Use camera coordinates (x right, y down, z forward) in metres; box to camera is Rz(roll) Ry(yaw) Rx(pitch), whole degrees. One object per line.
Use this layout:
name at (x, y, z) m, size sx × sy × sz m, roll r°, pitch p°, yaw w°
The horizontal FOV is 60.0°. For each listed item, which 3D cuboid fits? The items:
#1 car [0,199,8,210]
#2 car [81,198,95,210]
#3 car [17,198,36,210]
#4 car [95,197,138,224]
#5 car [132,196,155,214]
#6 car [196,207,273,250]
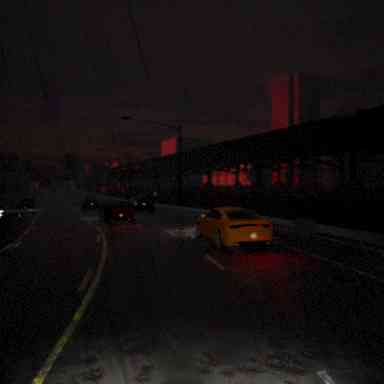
car at (-24.557, 1.526, 41.928) m, size 1.895 × 1.301 × 4.718 m, roll -1°, pitch 1°, yaw -22°
car at (-12.418, 1.359, 40.551) m, size 1.994 × 1.385 × 4.181 m, roll -1°, pitch 1°, yaw -23°
car at (-20.581, 1.430, 41.484) m, size 2.033 × 1.411 × 5.357 m, roll -1°, pitch 0°, yaw -22°
car at (-5.479, 1.334, 23.719) m, size 1.882 × 1.535 × 5.008 m, roll -1°, pitch 1°, yaw -22°
car at (-5.142, 1.132, 32.136) m, size 2.097 × 1.767 × 4.553 m, roll -1°, pitch 0°, yaw -22°
car at (1.553, 1.351, 13.928) m, size 1.882 × 1.535 × 5.008 m, roll 0°, pitch 1°, yaw -14°
